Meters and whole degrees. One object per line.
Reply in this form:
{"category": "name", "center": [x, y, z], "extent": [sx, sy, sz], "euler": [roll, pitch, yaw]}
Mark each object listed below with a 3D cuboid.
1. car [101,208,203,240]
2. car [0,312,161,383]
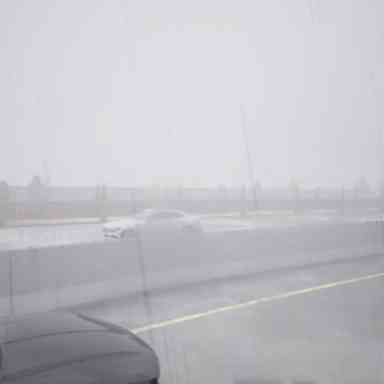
{"category": "car", "center": [-1.699, 1.484, 15.090], "extent": [4.674, 1.442, 1.812], "euler": [0, 0, -31]}
{"category": "car", "center": [-2.498, 1.467, 1.828], "extent": [5.008, 1.535, 1.882], "euler": [0, 0, -36]}
